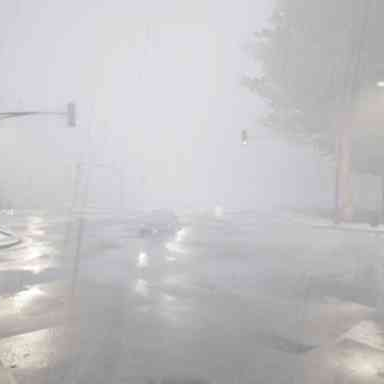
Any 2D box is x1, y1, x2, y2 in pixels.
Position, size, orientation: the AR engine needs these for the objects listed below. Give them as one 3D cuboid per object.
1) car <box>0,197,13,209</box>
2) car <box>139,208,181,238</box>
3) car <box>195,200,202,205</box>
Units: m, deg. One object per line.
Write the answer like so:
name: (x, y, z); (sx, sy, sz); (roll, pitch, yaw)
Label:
car: (-24.746, 1.498, 43.103); (1.837, 1.490, 4.892); (-1, 1, -42)
car: (-1.676, 1.656, 18.763); (1.812, 1.442, 4.674); (0, 1, 4)
car: (1.751, 2.937, 94.344); (1.895, 1.301, 4.718); (0, -1, 2)
